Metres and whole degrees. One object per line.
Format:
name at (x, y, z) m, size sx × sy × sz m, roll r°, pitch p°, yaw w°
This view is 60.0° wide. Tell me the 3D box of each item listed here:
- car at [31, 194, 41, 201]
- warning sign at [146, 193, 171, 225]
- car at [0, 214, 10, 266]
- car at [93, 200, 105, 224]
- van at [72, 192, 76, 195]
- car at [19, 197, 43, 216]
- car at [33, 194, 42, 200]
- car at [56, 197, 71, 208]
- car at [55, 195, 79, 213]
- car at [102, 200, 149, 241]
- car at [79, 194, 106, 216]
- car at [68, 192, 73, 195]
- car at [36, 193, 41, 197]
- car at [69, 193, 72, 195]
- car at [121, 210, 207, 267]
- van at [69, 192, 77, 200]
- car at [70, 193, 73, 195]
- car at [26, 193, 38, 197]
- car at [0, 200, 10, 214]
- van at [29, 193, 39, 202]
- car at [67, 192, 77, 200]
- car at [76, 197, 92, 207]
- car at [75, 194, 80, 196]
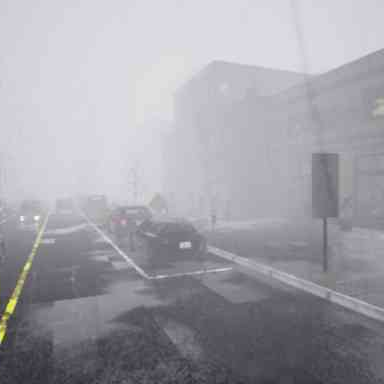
car at (-37.664, 1.261, 80.253) m, size 1.967 × 1.590 × 4.097 m, roll -1°, pitch 1°, yaw -22°
warning sign at (-2.078, 1.005, 20.472) m, size 1.300 × 1.860 × 1.060 m, roll 0°, pitch 1°, yaw -22°
car at (-6.199, 1.592, 8.804) m, size 2.033 × 1.411 × 5.357 m, roll -1°, pitch 1°, yaw -22°
car at (-5.155, 1.443, 21.743) m, size 1.752 × 1.417 × 4.829 m, roll -2°, pitch 1°, yaw -22°
van at (-17.493, 1.148, 52.478) m, size 1.690 × 1.788 × 3.998 m, roll -2°, pitch 1°, yaw -22°
car at (-15.834, 1.505, 32.915) m, size 2.033 × 1.411 × 5.357 m, roll -1°, pitch 1°, yaw -21°
car at (-39.728, 1.346, 85.404) m, size 1.887 × 1.381 × 4.507 m, roll -1°, pitch 1°, yaw -22°
car at (-18.003, 1.466, 46.588) m, size 1.895 × 1.301 × 4.718 m, roll -1°, pitch 1°, yaw -21°
car at (-13.745, 1.395, 36.060) m, size 2.128 × 1.511 × 4.902 m, roll -1°, pitch 1°, yaw -21°
car at (-3.027, 1.377, 16.435) m, size 1.967 × 1.590 × 4.097 m, roll -2°, pitch 1°, yaw -22°
car at (-9.229, 1.196, 31.881) m, size 2.192 × 1.841 × 5.009 m, roll -2°, pitch 1°, yaw -22°
car at (-27.819, 1.294, 78.228) m, size 1.802 × 1.307 × 4.206 m, roll -2°, pitch 1°, yaw -22°
car at (-33.534, 1.173, 69.953) m, size 2.192 × 1.841 × 5.009 m, roll -2°, pitch 1°, yaw -22°
car at (-23.686, 1.332, 67.929) m, size 1.802 × 1.307 × 4.206 m, roll -2°, pitch 1°, yaw -22°
car at (-0.959, 1.521, 11.287) m, size 1.947 × 1.339 × 4.313 m, roll -2°, pitch 1°, yaw -22°
van at (-29.890, 1.034, 83.374) m, size 1.690 × 1.788 × 3.998 m, roll -2°, pitch 1°, yaw -22°
car at (-21.621, 1.351, 62.780) m, size 1.802 × 1.307 × 4.206 m, roll -2°, pitch 1°, yaw -22°
car at (-29.397, 1.447, 59.657) m, size 2.008 × 1.369 × 4.403 m, roll -1°, pitch 1°, yaw -22°
car at (-17.002, 1.449, 28.760) m, size 1.967 × 1.590 × 4.097 m, roll -2°, pitch 1°, yaw -22°
van at (-35.601, 1.181, 75.102) m, size 1.690 × 1.788 × 3.998 m, roll -1°, pitch 1°, yaw -22°
car at (-31.957, 0.989, 88.523) m, size 2.192 × 1.841 × 5.009 m, roll -2°, pitch 1°, yaw -22°
car at (-15.421, 1.407, 47.332) m, size 1.802 × 1.307 × 4.206 m, roll -2°, pitch 1°, yaw -22°
car at (-13.358, 1.284, 42.181) m, size 1.967 × 1.590 × 4.097 m, roll -2°, pitch 1°, yaw -22°
